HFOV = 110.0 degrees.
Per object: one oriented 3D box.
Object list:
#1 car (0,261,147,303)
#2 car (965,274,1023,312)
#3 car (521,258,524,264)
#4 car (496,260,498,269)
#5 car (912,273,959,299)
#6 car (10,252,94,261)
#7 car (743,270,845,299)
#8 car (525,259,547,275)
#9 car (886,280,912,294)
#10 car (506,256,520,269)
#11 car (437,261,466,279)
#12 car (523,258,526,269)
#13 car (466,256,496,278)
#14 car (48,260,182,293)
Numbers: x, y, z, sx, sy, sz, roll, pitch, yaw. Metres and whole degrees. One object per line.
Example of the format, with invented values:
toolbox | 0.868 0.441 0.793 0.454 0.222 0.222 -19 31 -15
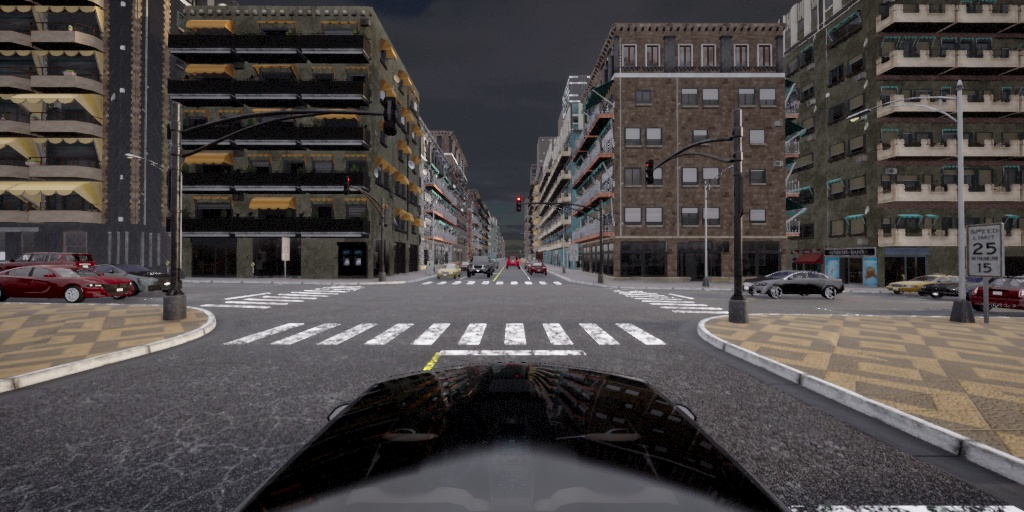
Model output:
car | -17.251 1.012 13.684 4.507 1.381 1.888 0 0 0
car | 20.847 1.501 13.968 4.097 1.591 1.967 0 0 0
car | 2.743 1.347 54.886 1.802 1.307 4.207 0 0 0
car | -3.056 1.266 45.260 1.837 1.490 4.892 0 0 0
car | 25.987 1.745 19.765 5.357 1.411 2.033 1 -1 0
car | -28.626 0.687 21.989 5.009 1.841 2.192 0 0 0
car | 15.323 1.523 19.696 4.902 1.511 2.128 1 -1 -1
car | 2.727 1.304 38.316 1.888 1.381 4.507 0 0 0
car | 26.266 1.755 22.318 4.829 1.417 1.751 0 0 0
car | 0.155 0.988 58.742 2.150 2.045 5.566 0 0 0
car | -5.659 1.283 32.645 1.751 1.417 4.829 0 0 0
car | 2.733 1.201 43.840 1.967 1.591 4.097 0 0 0
car | -3.067 0.980 35.221 2.150 2.045 5.566 0 0 0
car | -17.663 1.050 16.275 4.181 1.385 1.994 1 -1 -1
